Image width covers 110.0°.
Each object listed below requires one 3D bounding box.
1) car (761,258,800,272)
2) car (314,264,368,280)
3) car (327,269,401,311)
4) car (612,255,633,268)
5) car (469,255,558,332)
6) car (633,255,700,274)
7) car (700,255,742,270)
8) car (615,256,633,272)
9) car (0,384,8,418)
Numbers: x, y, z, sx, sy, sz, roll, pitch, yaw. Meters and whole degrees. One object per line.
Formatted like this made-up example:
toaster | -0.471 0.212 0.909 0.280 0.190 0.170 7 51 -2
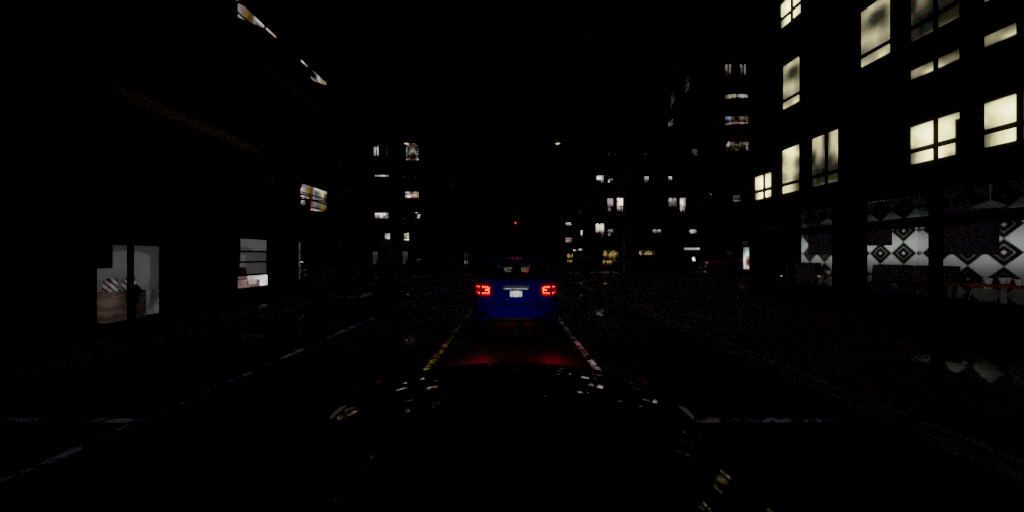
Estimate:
car | 25.802 0.855 34.522 4.313 1.339 1.948 0 0 0
car | -17.427 1.612 36.738 4.674 1.442 1.812 -1 0 1
car | -5.740 1.345 14.442 1.802 1.307 4.207 0 0 0
car | 14.574 0.806 42.803 5.009 1.841 2.192 0 0 0
car | 0.098 0.981 11.040 2.150 2.045 5.566 0 0 0
car | 14.709 0.811 34.424 5.009 1.841 2.192 0 0 0
car | 23.381 0.681 40.291 4.553 1.767 2.097 -1 0 -1
car | 14.416 1.022 40.194 4.674 1.442 1.812 -1 0 -1
car | -5.689 1.300 1.525 2.007 1.370 4.403 0 0 0
